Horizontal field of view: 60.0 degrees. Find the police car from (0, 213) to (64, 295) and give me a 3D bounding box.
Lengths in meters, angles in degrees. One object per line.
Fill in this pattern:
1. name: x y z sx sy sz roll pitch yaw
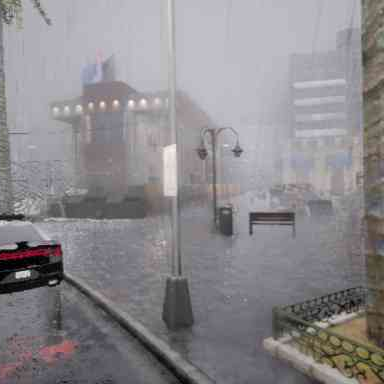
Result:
1. police car: -4.876 1.377 8.394 1.930 1.638 5.238 -2 1 -39
